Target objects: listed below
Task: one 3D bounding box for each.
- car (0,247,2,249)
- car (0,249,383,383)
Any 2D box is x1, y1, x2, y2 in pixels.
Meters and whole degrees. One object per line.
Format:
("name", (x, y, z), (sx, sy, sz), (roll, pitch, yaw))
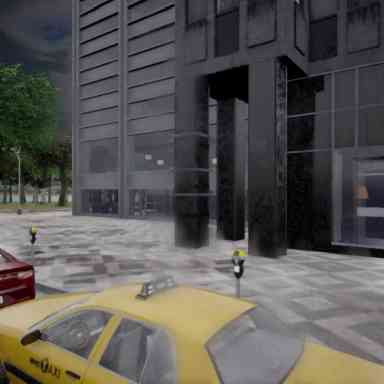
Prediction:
("car", (-4.823, 1.545, 6.410), (4.507, 1.381, 1.887), (0, 0, 36))
("car", (-0.537, 1.525, 3.347), (4.829, 1.417, 1.752), (0, 0, 36))
